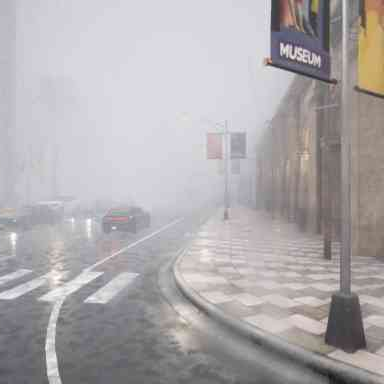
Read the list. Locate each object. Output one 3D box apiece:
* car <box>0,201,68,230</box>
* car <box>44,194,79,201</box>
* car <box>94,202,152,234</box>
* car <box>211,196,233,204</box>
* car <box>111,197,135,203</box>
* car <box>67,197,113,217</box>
[{"bbox_3d":[-10.540,1.547,21.705,2.033,1.411,5.357,0,0,7],"label":"car"},{"bbox_3d":[-12.780,1.221,32.238,2.150,2.045,5.566,0,0,7],"label":"car"},{"bbox_3d":[-3.671,1.576,19.322,1.837,1.490,4.892,0,0,7],"label":"car"},{"bbox_3d":[5.936,1.504,65.428,4.902,1.511,2.128,0,-2,-41],"label":"car"},{"bbox_3d":[-8.130,1.526,40.872,1.812,1.442,4.674,0,0,7],"label":"car"},{"bbox_3d":[-9.396,1.526,31.063,1.812,1.442,4.674,0,0,7],"label":"car"}]
